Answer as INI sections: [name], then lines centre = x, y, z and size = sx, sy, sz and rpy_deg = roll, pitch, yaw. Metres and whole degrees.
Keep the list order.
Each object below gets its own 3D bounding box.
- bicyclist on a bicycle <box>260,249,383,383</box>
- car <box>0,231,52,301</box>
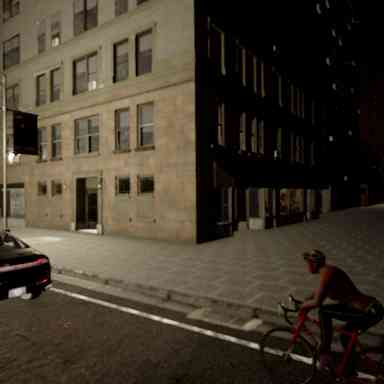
[bicyclist on a bicycle]
centre = 1.493, 1.460, 3.596
size = 1.656, 1.620, 0.582
rpy_deg = -1, -1, 35
[car]
centre = -5.049, 1.567, 7.281
size = 4.902, 1.511, 2.128
rpy_deg = 0, 0, 36
